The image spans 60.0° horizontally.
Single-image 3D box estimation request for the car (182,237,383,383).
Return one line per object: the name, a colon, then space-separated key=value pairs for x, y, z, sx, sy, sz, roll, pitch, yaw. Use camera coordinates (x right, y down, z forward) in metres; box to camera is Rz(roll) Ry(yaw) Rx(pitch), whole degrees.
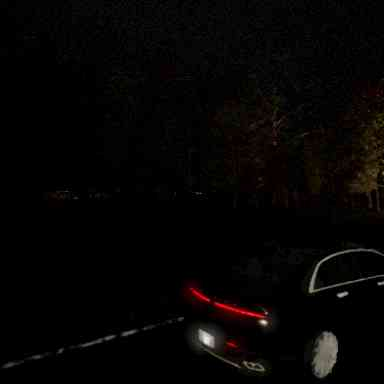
car: x=2.148 y=1.505 z=5.397 sx=4.892 sy=1.490 sz=1.837 roll=0 pitch=0 yaw=-36
